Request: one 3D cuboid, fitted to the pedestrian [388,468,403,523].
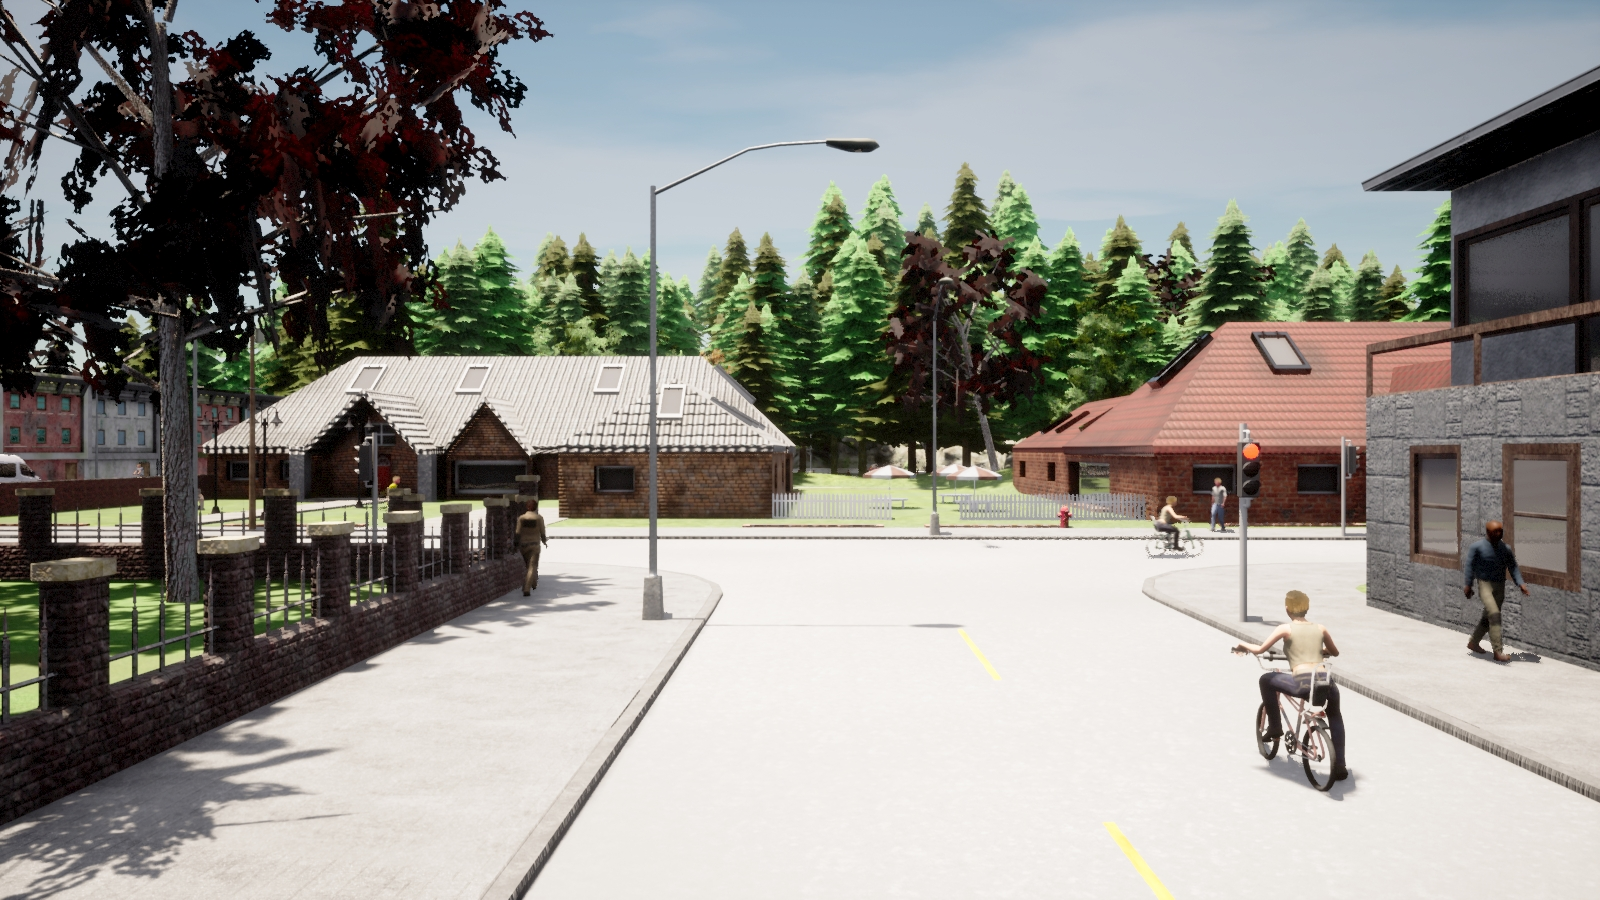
[{"bbox_3d":[-13.594,1.524,38.383,0.375,1.860,0.375,0,0,2],"label":"pedestrian"}]

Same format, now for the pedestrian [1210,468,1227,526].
[{"bbox_3d":[13.642,1.524,37.226,0.375,1.860,0.375,0,0,-41],"label":"pedestrian"}]

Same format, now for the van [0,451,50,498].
[{"bbox_3d":[-44.008,1.314,62.445,1.988,2.561,5.915,0,0,2],"label":"van"}]

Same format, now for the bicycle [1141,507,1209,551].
[{"bbox_3d":[9.712,2.036,29.603,1.487,1.080,0.859,0,0,1],"label":"bicycle"}]

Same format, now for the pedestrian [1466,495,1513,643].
[{"bbox_3d":[8.840,1.516,14.658,0.375,1.860,0.375,0,0,1],"label":"pedestrian"}]

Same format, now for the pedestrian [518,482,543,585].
[{"bbox_3d":[-4.937,1.523,20.911,0.375,1.860,0.375,0,0,-1],"label":"pedestrian"}]

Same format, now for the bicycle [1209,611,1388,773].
[{"bbox_3d":[4.247,2.036,9.857,0.859,1.080,1.487,0,0,-2],"label":"bicycle"}]
